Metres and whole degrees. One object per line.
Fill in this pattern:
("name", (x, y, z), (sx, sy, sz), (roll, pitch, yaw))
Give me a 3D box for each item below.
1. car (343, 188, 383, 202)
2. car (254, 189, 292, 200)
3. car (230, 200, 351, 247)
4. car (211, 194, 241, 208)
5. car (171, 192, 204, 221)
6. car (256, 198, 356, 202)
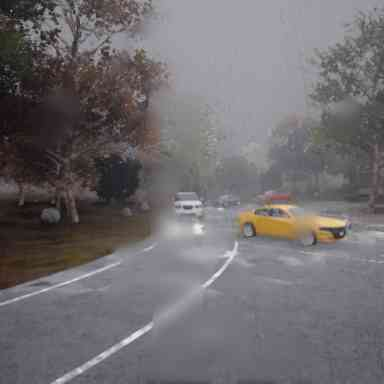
("car", (25.206, 0.447, 48.660), (5.566, 2.045, 2.150), (0, 1, 13))
("car", (10.559, 0.699, 42.980), (5.566, 2.045, 2.150), (-2, 0, -33))
("car", (4.192, 1.327, 14.620), (1.882, 1.535, 5.008), (-1, 0, -36))
("car", (4.293, 1.102, 41.324), (1.837, 1.490, 4.892), (-1, 2, 41))
("car", (-0.400, 1.032, 25.817), (2.150, 2.045, 5.566), (-1, 0, -3))
("car", (5.865, 1.290, 17.567), (2.128, 1.511, 4.902), (-1, 1, -32))
